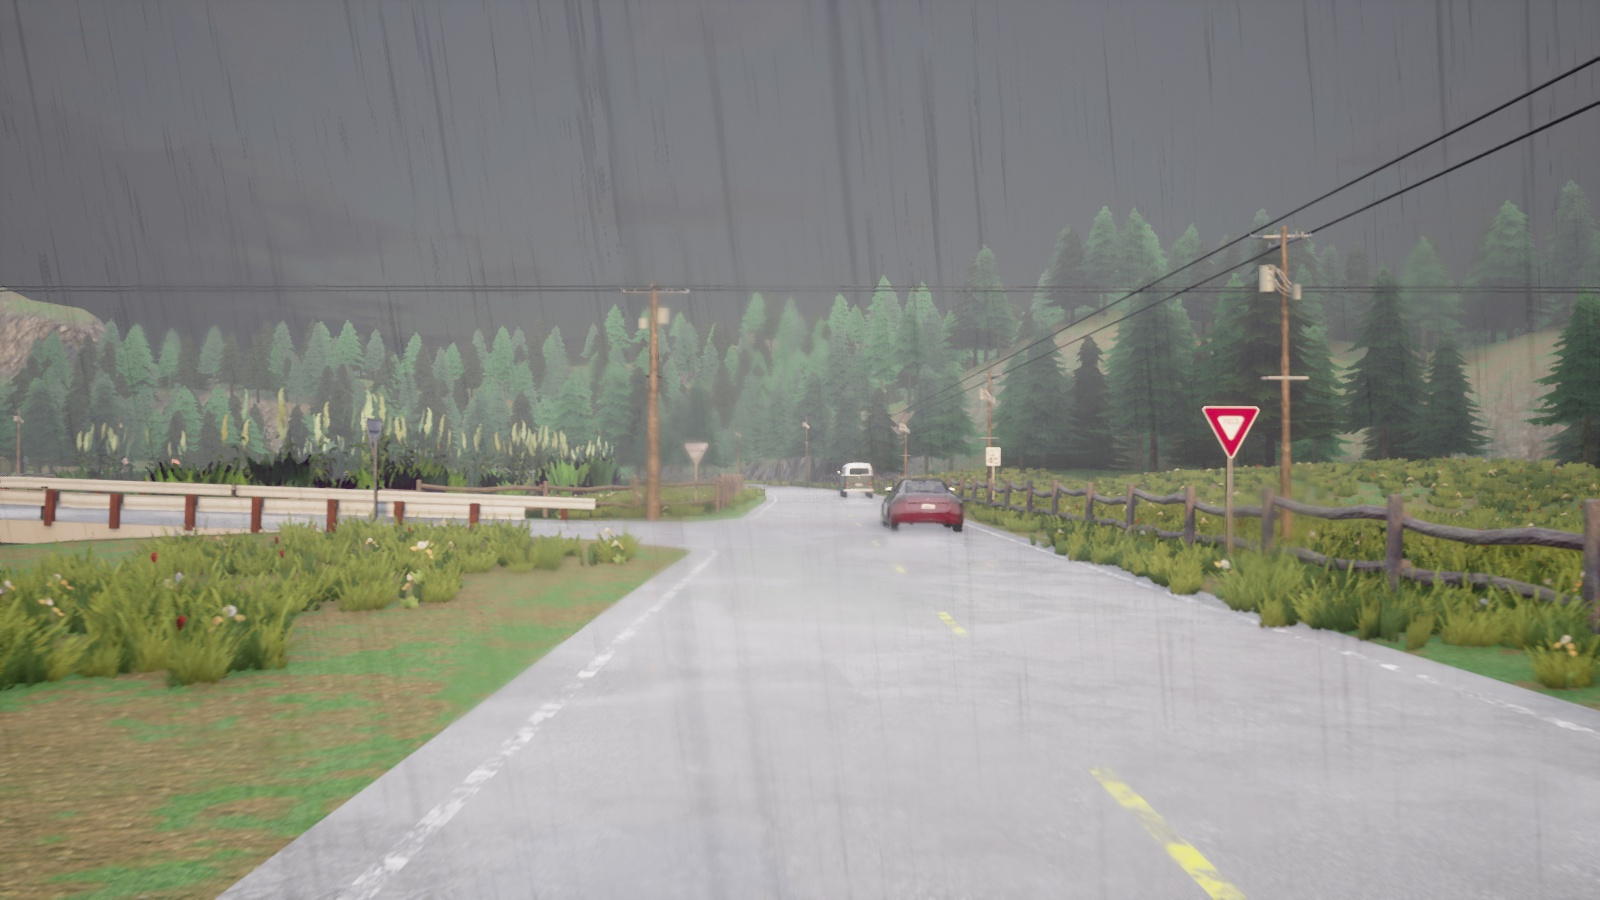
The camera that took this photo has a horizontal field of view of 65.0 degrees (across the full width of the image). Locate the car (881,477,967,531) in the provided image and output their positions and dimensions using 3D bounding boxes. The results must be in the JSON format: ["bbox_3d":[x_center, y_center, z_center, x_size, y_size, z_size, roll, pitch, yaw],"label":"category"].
[{"bbox_3d":[3.319,1.437,34.386,1.994,1.385,4.181,0,-1,1],"label":"car"}]

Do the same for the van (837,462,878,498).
[{"bbox_3d":[3.346,1.766,74.179,2.069,2.038,4.480,0,-1,-2],"label":"van"}]
